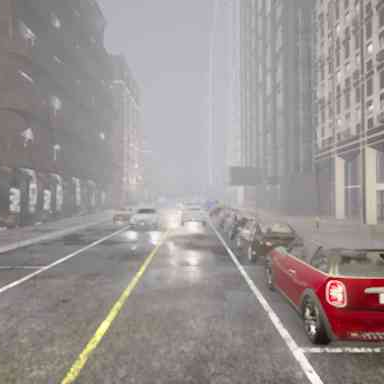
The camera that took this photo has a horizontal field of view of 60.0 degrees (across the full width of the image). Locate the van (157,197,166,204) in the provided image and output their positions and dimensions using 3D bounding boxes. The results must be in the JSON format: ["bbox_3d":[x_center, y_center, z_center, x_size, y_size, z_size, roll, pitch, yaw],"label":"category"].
[{"bbox_3d":[-5.762,1.909,63.029,1.690,1.788,3.998,1,-1,0],"label":"van"}]

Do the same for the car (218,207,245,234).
[{"bbox_3d":[2.702,1.713,17.788,2.008,1.369,4.403,1,-1,0],"label":"car"}]

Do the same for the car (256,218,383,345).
[{"bbox_3d":[2.704,1.500,6.487,1.967,1.590,4.097,1,-1,0],"label":"car"}]

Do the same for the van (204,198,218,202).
[{"bbox_3d":[2.705,1.757,46.045,1.690,1.788,3.998,1,-1,0],"label":"van"}]

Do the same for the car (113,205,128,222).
[{"bbox_3d":[-5.678,1.789,28.923,1.752,1.417,4.829,1,-1,0],"label":"car"}]

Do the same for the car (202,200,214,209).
[{"bbox_3d":[2.701,2.099,57.344,1.802,1.307,4.206,1,-1,0],"label":"car"}]

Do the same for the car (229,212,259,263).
[{"bbox_3d":[2.702,1.662,12.137,2.008,1.369,4.403,1,-1,0],"label":"car"}]

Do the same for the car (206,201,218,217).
[{"bbox_3d":[2.701,1.897,34.741,1.802,1.307,4.206,1,-1,0],"label":"car"}]

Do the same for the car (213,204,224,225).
[{"bbox_3d":[2.702,1.796,23.438,1.802,1.307,4.206,1,-1,0],"label":"car"}]

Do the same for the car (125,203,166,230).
[{"bbox_3d":[-3.100,1.736,23.126,1.812,1.442,4.674,0,-1,0],"label":"car"}]

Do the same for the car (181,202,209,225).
[{"bbox_3d":[0.105,1.761,25.847,1.812,1.442,4.674,0,-1,0],"label":"car"}]
